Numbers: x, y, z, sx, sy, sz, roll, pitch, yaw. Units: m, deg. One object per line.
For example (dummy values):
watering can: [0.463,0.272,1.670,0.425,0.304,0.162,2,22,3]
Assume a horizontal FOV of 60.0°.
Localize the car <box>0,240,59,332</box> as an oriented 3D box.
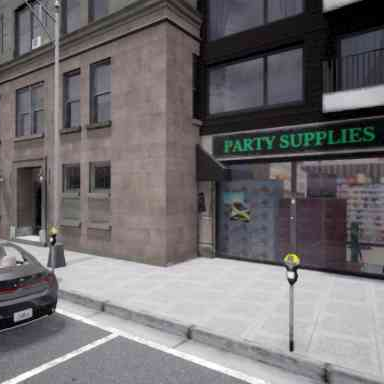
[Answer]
car: [-4.223,1.549,6.096,4.403,1.369,2.008,0,0,36]
